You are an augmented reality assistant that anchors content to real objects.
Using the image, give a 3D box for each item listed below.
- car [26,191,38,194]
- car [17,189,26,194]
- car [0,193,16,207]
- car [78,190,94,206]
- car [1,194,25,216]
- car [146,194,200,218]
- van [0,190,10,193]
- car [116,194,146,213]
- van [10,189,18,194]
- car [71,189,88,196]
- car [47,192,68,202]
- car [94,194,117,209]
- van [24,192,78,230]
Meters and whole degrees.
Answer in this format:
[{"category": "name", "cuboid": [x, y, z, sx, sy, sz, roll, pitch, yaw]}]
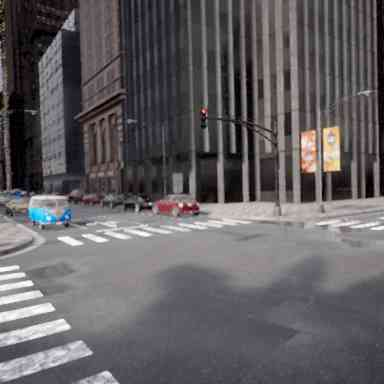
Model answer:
[{"category": "car", "cuboid": [-30.695, 0.562, 65.284, 1.947, 1.339, 4.313, -2, 2, -36]}, {"category": "car", "cuboid": [-37.236, 0.471, 74.437, 1.802, 1.307, 4.206, -2, 2, -36]}, {"category": "car", "cuboid": [-21.274, 1.146, 37.453, 1.802, 1.307, 4.206, -2, 2, -36]}, {"category": "car", "cuboid": [-11.072, 0.853, 37.829, 1.887, 1.381, 4.507, -2, 2, -36]}, {"category": "car", "cuboid": [-14.636, 1.192, 28.162, 1.752, 1.417, 4.829, -2, 2, -36]}, {"category": "car", "cuboid": [-1.263, 0.899, 24.099, 1.967, 1.590, 4.097, -2, 2, -36]}, {"category": "van", "cuboid": [-24.549, 0.854, 42.023, 1.690, 1.788, 3.998, -2, 2, -36]}, {"category": "car", "cuboid": [-4.530, 0.974, 28.678, 1.947, 1.339, 4.313, -2, 2, -36]}, {"category": "van", "cuboid": [-43.781, 0.119, 83.583, 1.690, 1.788, 3.998, -2, 2, -36]}, {"category": "car", "cuboid": [-14.347, 0.573, 42.400, 2.192, 1.841, 5.009, -2, 2, -36]}, {"category": "car", "cuboid": [-20.884, 0.699, 51.557, 1.887, 1.381, 4.507, -2, 2, -36]}, {"category": "car", "cuboid": [-7.802, 0.909, 33.254, 2.008, 1.369, 4.403, -2, 2, -36]}, {"category": "van", "cuboid": [-8.197, 1.106, 19.145, 1.690, 1.788, 3.998, -2, 2, -36]}]
